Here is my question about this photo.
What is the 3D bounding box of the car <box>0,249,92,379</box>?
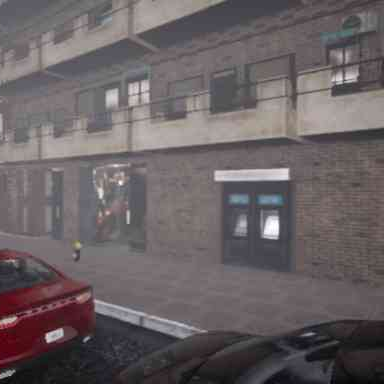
[{"bbox_3d":[-3.461,1.604,5.284,4.507,1.381,1.887,-1,1,35],"label":"car"}]

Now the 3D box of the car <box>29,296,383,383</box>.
[{"bbox_3d":[1.152,1.567,1.997,4.313,1.339,1.947,-1,1,35],"label":"car"}]
